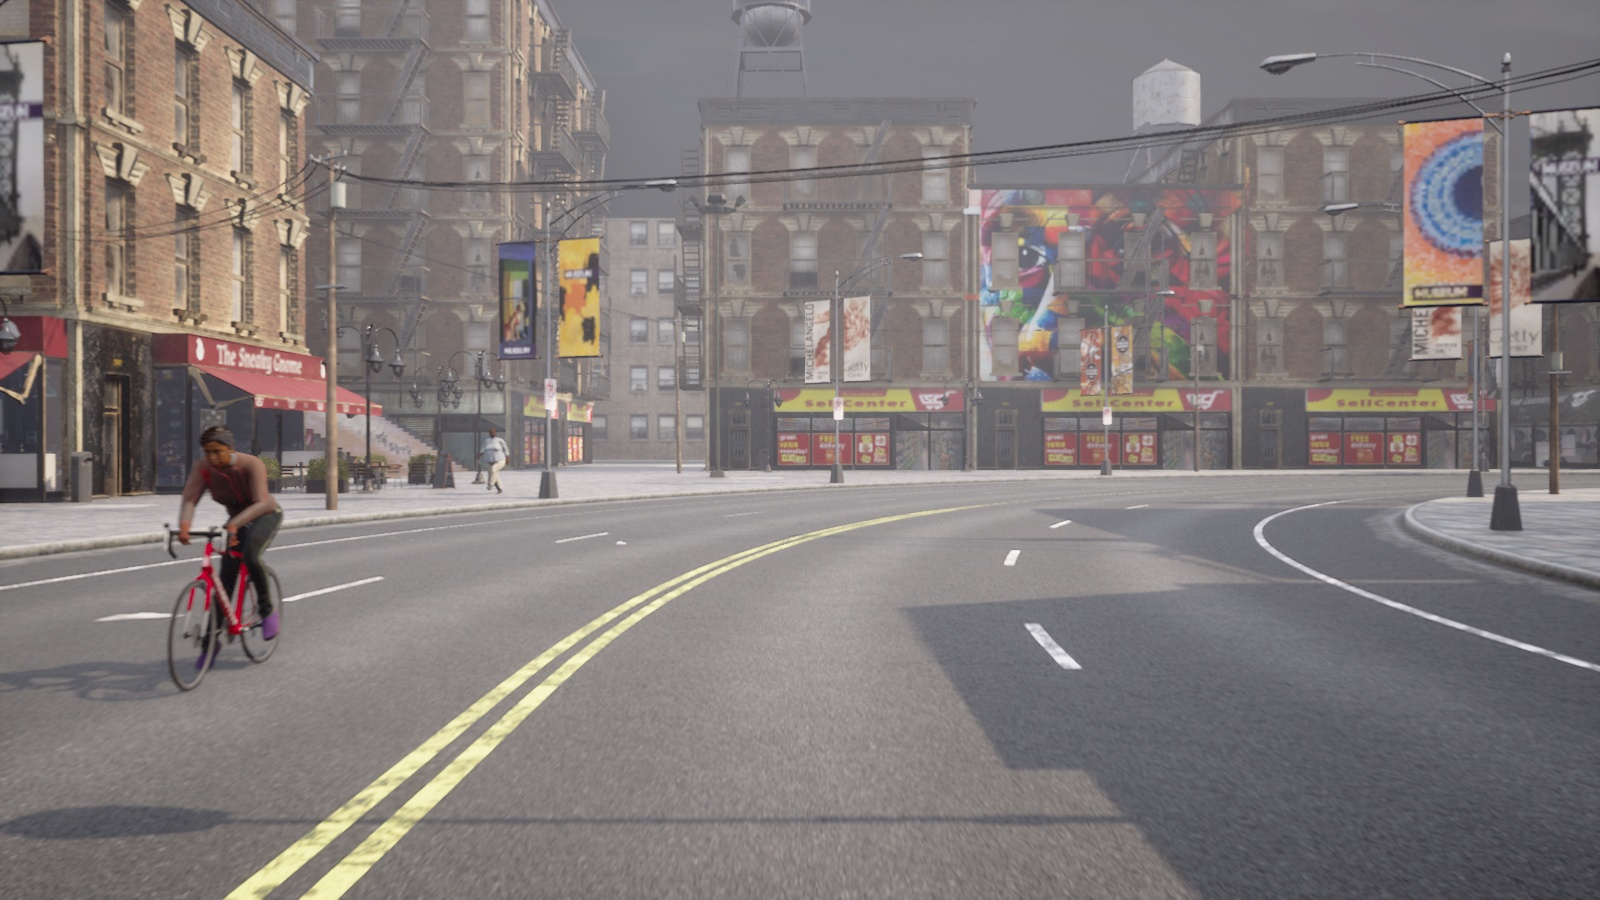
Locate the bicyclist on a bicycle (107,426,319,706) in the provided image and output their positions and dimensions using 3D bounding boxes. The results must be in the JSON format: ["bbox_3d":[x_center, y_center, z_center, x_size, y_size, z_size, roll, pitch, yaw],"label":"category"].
[{"bbox_3d":[-3.708,0.666,8.085,0.582,1.620,1.656,0,1,0],"label":"bicyclist on a bicycle"}]

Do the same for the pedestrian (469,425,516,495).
[{"bbox_3d":[-8.291,0.267,33.876,0.874,1.855,0.900,0,0,17],"label":"pedestrian"}]
